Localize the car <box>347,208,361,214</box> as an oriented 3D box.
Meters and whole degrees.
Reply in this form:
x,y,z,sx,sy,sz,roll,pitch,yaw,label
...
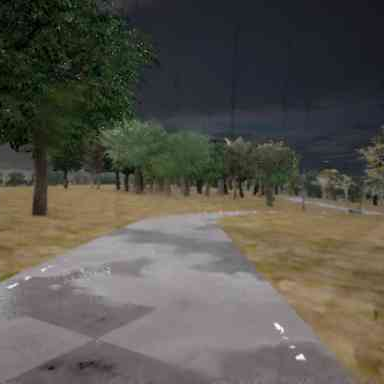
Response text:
x,y,z,sx,sy,sz,roll,pitch,yaw,label
37.373,4.345,76.695,4.181,1.385,1.994,4,-4,-43,car
